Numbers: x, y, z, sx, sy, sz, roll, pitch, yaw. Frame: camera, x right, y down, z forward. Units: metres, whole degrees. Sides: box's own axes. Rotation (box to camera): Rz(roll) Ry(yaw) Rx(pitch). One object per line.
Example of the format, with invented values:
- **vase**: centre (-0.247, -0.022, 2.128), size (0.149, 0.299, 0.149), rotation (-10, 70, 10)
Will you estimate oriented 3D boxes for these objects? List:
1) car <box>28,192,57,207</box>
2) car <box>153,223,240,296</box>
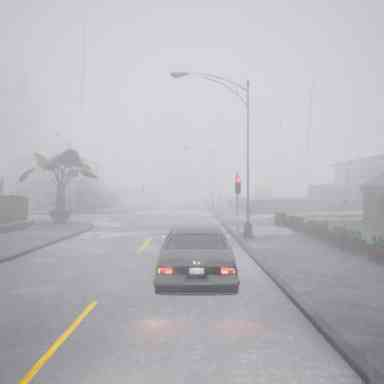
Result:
- **car**: centre (-19.730, 0.985, 43.886), size (1.905, 1.878, 3.866), rotation (0, 0, 35)
- **car**: centre (0.103, 1.547, 8.835), size (2.033, 1.411, 5.357), rotation (0, 0, 0)
